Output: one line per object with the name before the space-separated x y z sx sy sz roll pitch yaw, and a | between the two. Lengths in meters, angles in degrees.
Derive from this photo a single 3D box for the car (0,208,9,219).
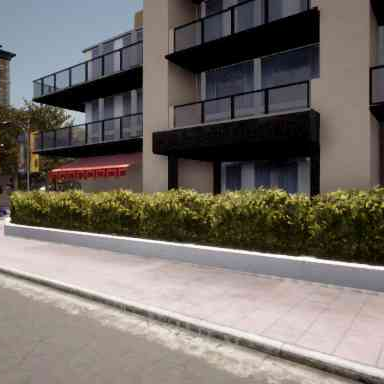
car | -17.132 1.525 26.447 1.812 1.442 4.674 0 0 36
